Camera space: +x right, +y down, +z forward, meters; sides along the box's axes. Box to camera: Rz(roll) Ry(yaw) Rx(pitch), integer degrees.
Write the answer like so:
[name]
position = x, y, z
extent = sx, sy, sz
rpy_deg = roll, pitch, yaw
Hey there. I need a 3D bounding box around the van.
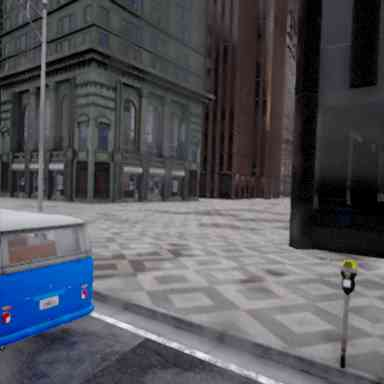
[van]
position = -3.369, 1.161, 5.460
extent = 3.998, 1.788, 1.690
rpy_deg = 2, 2, 36
